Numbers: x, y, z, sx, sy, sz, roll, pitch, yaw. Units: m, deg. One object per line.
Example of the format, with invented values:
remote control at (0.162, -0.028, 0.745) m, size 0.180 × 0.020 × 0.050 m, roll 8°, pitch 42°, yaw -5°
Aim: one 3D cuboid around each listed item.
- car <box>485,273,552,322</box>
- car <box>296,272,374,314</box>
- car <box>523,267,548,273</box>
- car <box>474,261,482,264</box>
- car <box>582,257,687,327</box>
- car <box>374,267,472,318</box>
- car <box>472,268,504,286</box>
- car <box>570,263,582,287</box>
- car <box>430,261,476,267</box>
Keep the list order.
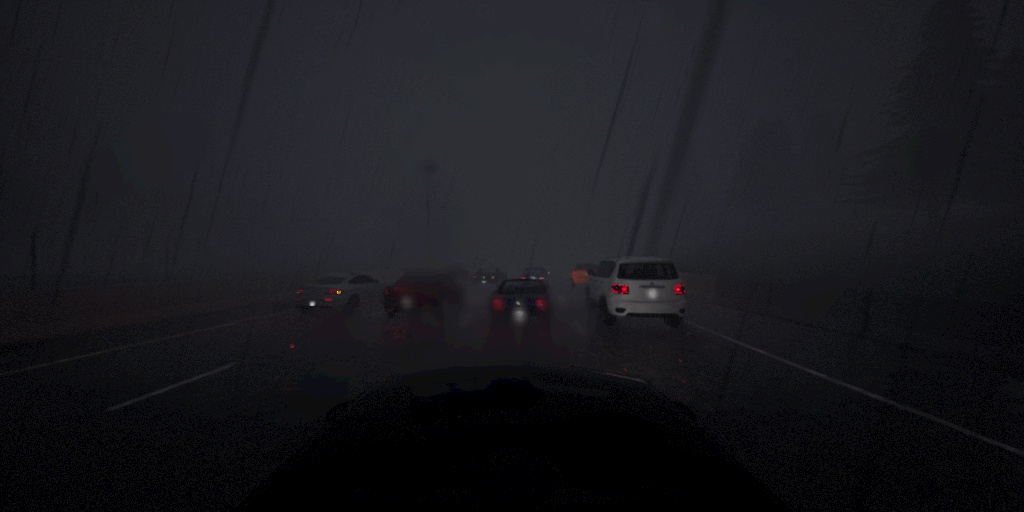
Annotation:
car at (0.418, 1.433, 12.661) m, size 1.895 × 1.301 × 4.718 m, roll 0°, pitch 0°, yaw 4°
car at (-6.467, 1.368, 14.260) m, size 1.812 × 1.442 × 4.674 m, roll 0°, pitch 0°, yaw 5°
car at (1.646, 1.474, 25.122) m, size 2.033 × 1.411 × 5.357 m, roll 0°, pitch 0°, yaw 8°
car at (-7.006, 1.700, 64.977) m, size 1.882 × 1.535 × 5.008 m, roll 0°, pitch 0°, yaw 19°
car at (3.876, 1.052, 12.060) m, size 2.150 × 2.045 × 5.566 m, roll 0°, pitch 0°, yaw 4°
car at (-3.027, 1.315, 13.450) m, size 1.882 × 1.535 × 5.008 m, roll 0°, pitch -1°, yaw 5°
car at (-1.587, 1.540, 27.082) m, size 1.895 × 1.301 × 4.718 m, roll 0°, pitch 0°, yaw 9°
car at (5.453, 1.290, 26.763) m, size 2.097 × 1.767 × 4.553 m, roll 0°, pitch 0°, yaw 9°
car at (-4.770, 1.433, 29.283) m, size 1.882 × 1.535 × 5.008 m, roll 0°, pitch 0°, yaw 9°
